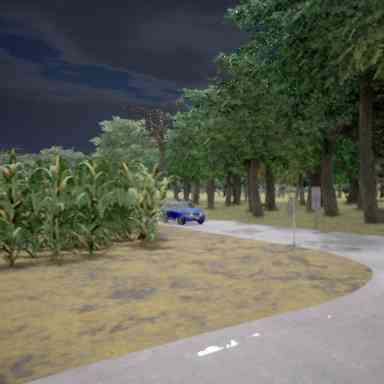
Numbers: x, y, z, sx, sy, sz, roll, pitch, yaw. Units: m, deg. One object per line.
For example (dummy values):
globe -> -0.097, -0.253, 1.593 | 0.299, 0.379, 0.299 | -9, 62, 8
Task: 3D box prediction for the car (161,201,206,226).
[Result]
car -> -0.905, 1.879, 30.344 | 2.150, 2.045, 5.566 | -1, -1, -29
